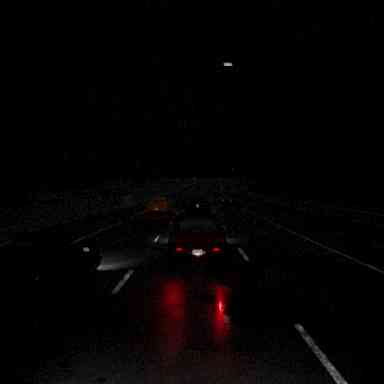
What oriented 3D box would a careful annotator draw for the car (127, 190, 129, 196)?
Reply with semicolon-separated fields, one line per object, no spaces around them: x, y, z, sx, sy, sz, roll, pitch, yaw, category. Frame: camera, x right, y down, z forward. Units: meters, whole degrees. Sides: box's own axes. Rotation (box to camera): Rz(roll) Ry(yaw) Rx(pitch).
-15.189;0.166;72.871;2.128;1.511;4.902;0;2;4;car

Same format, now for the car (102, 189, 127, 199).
-12.729;0.532;53.798;2.150;2.045;5.566;0;1;3;car

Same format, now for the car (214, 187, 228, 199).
5.341;0.418;64.192;1.882;1.535;5.008;0;2;3;car

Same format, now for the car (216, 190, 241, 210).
4.100;0.945;36.498;2.097;1.767;4.553;0;1;2;car

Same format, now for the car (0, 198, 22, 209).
-17.152;1.316;31.108;2.033;1.411;5.357;0;1;2;car

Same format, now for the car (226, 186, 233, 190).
10.738;-0.858;94.980;1.837;1.490;4.892;0;3;6;car

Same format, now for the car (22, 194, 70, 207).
-13.631;1.271;31.392;1.837;1.490;4.892;0;1;2;car

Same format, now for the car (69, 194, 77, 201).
-19.812;0.958;52.300;1.895;1.301;4.718;0;2;3;car

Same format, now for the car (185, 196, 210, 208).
0.506;1.145;29.013;2.097;1.767;4.553;0;1;1;car

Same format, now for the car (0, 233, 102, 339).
-3.369;1.533;6.608;2.033;1.411;5.357;0;0;0;car

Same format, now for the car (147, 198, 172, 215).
-2.954;1.251;30.695;1.882;1.535;5.008;0;1;2;car

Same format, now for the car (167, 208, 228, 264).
0.180;1.487;11.508;1.812;1.442;4.674;0;0;1;car
